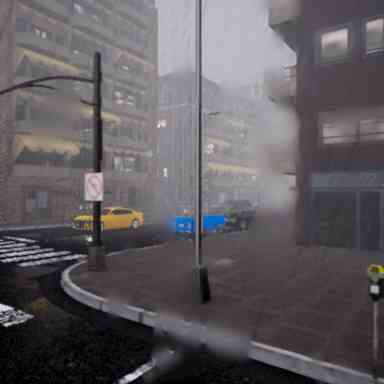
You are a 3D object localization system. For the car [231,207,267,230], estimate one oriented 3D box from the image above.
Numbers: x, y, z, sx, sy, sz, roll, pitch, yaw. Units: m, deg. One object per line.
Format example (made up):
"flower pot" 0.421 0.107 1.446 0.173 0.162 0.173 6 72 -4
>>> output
"car" 3.558 1.996 24.629 1.947 1.339 4.313 -1 -2 35

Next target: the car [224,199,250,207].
"car" 4.438 1.807 35.779 2.150 2.045 5.566 0 -1 35

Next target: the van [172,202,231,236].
"van" 0.489 1.666 20.019 1.690 1.788 3.998 -1 -2 35

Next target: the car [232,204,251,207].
"car" 5.940 2.129 32.372 1.994 1.385 4.181 0 -1 35

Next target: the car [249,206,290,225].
"car" 6.764 2.119 29.145 1.802 1.307 4.206 -1 -2 35

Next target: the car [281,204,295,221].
"car" 9.972 2.194 33.662 2.008 1.369 4.403 -1 -2 35

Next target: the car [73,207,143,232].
"car" -5.394 1.738 21.938 1.882 1.535 5.008 0 -1 35
